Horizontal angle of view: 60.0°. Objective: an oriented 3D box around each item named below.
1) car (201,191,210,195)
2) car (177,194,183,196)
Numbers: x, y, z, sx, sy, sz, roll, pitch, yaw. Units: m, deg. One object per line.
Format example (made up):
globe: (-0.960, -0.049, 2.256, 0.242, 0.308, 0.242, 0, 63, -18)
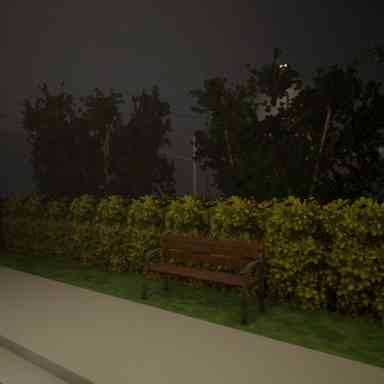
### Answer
car: (3.639, 0.545, 73.122, 2.097, 1.767, 4.553, 0, 1, 35)
car: (-2.988, 1.075, 57.663, 2.033, 1.411, 5.357, 0, 2, 35)
